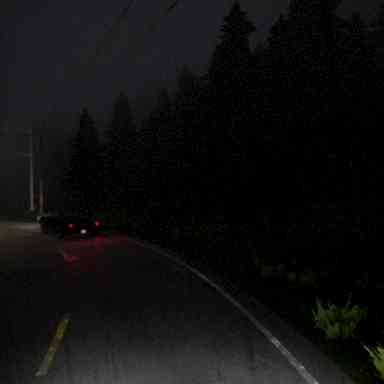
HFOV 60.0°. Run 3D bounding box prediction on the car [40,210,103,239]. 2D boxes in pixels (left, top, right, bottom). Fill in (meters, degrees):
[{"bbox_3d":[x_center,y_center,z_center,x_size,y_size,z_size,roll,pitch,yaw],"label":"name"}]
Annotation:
[{"bbox_3d":[-6.493,1.589,17.491,1.895,1.301,4.718,-1,0,-38],"label":"car"}]
